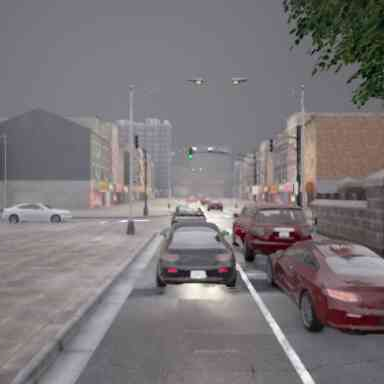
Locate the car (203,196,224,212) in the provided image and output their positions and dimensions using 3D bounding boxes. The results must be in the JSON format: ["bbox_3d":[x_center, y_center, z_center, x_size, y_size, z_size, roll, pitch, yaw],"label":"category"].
[{"bbox_3d":[2.641,1.531,38.379,1.887,1.381,4.507,1,0,0],"label":"car"}]

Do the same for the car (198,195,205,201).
[{"bbox_3d":[2.634,1.653,92.753,1.947,1.339,4.313,0,0,0],"label":"car"}]

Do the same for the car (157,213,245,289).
[{"bbox_3d":[0.074,1.515,9.059,1.812,1.442,4.674,0,0,-1],"label":"car"}]

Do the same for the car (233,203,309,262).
[{"bbox_3d":[2.647,1.302,11.948,2.192,1.841,5.009,1,0,0],"label":"car"}]

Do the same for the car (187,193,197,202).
[{"bbox_3d":[-0.008,1.274,78.895,2.150,2.045,5.566,0,0,0],"label":"car"}]

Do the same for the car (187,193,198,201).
[{"bbox_3d":[-0.006,1.378,68.593,2.097,1.767,4.553,0,0,0],"label":"car"}]

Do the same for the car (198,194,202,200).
[{"bbox_3d":[2.640,1.325,60.128,2.192,1.841,5.009,1,0,0],"label":"car"}]

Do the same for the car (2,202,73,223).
[{"bbox_3d":[-10.873,1.474,23.544,4.674,1.442,1.812,0,-1,-1],"label":"car"}]

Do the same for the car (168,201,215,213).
[{"bbox_3d":[-0.277,1.474,18.738,2.128,1.511,4.902,0,0,-5],"label":"car"}]

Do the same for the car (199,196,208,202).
[{"bbox_3d":[2.636,1.625,76.440,1.802,1.307,4.206,0,0,0],"label":"car"}]

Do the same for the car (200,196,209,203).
[{"bbox_3d":[2.637,1.613,71.003,1.802,1.307,4.206,0,0,0],"label":"car"}]

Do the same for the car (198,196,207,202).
[{"bbox_3d":[2.635,1.607,81.878,2.008,1.369,4.403,0,0,0],"label":"car"}]

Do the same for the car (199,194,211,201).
[{"bbox_3d":[2.639,1.547,54.691,1.887,1.381,4.507,1,0,0],"label":"car"}]

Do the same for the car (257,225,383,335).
[{"bbox_3d":[2.645,1.574,6.499,1.802,1.307,4.206,1,0,0],"label":"car"}]
